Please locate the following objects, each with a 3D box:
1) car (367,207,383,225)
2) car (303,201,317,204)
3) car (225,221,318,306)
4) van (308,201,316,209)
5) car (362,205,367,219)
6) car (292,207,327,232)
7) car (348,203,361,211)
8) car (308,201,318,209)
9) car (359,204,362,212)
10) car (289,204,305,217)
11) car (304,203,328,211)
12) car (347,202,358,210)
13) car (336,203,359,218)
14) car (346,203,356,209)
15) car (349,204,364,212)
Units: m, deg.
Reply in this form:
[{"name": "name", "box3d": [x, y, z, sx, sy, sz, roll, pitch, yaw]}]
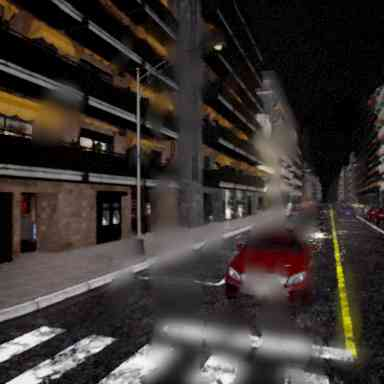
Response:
[{"name": "car", "box3d": [16.986, 2.123, 29.308, 1.887, 1.381, 4.507, -1, -2, 22]}, {"name": "car", "box3d": [22.250, 2.768, 63.917, 2.192, 1.841, 5.009, -1, -2, 22]}, {"name": "car", "box3d": [2.258, 1.731, 8.816, 1.812, 1.442, 4.674, -1, -2, 21]}, {"name": "van", "box3d": [28.751, 3.154, 79.606, 1.690, 1.788, 3.998, -1, -2, 22]}, {"name": "car", "box3d": [19.153, 2.240, 34.537, 1.887, 1.381, 4.507, -1, -2, 22]}, {"name": "car", "box3d": [8.766, 2.046, 24.581, 1.837, 1.490, 4.892, -1, -2, 23]}, {"name": "car", "box3d": [32.154, 2.950, 65.918, 1.887, 1.381, 4.507, -1, -2, 22]}, {"name": "car", "box3d": [30.915, 3.255, 84.835, 2.192, 1.841, 5.009, -1, -2, 22]}, {"name": "car", "box3d": [27.820, 2.719, 55.458, 2.008, 1.369, 4.403, -1, -2, 22]}, {"name": "car", "box3d": [13.585, 2.562, 42.989, 1.802, 1.307, 4.206, -1, -2, 22]}, {"name": "car", "box3d": [13.636, 2.303, 36.249, 1.837, 1.490, 4.892, -1, -1, 23]}, {"name": "car", "box3d": [34.318, 2.965, 71.149, 1.967, 1.590, 4.097, -1, -2, 22]}, {"name": "car", "box3d": [18.871, 2.388, 40.628, 1.812, 1.442, 4.674, -1, -2, 22]}, {"name": "car", "box3d": [36.487, 3.229, 76.377, 1.802, 1.307, 4.206, -1, -2, 22]}, {"name": "car", "box3d": [29.987, 2.838, 60.688, 2.008, 1.369, 4.403, -1, -2, 22]}]
